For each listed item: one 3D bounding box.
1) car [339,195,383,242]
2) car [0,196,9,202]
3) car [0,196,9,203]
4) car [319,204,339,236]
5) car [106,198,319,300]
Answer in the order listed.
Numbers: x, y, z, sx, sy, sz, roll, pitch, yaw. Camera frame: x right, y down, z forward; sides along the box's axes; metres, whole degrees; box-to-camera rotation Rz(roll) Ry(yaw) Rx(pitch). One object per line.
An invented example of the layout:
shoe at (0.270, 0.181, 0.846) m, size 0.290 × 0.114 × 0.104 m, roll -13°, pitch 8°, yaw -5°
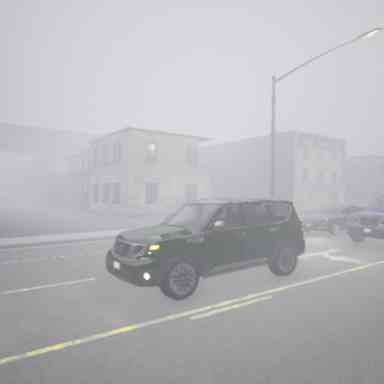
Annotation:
car at (9.200, 1.153, 14.747) m, size 5.566 × 2.045 × 2.150 m, roll 0°, pitch 0°, yaw -35°
car at (-41.881, 1.526, 72.568) m, size 1.853 × 1.218 × 4.536 m, roll 1°, pitch 0°, yaw -5°
car at (-41.878, 1.683, 72.515) m, size 2.038 × 1.542 × 4.974 m, roll 1°, pitch 0°, yaw -5°
car at (7.849, 1.432, 18.086) m, size 4.892 × 1.490 × 1.837 m, roll 0°, pitch 0°, yaw -35°
car at (0.642, 1.201, 8.729) m, size 5.566 × 2.045 × 2.150 m, roll 0°, pitch 0°, yaw -35°
